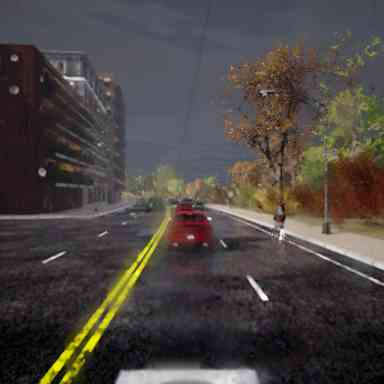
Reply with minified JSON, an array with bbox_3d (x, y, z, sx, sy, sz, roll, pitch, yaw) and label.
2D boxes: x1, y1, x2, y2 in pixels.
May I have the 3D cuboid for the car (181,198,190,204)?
[{"bbox_3d":[-1.624,2.232,81.716,1.837,1.490,4.892,0,0,-7],"label":"car"}]

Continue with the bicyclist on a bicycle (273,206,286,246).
[{"bbox_3d":[3.949,1.512,15.183,0.659,1.776,1.843,0,0,-1],"label":"bicyclist on a bicycle"}]

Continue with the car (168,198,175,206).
[{"bbox_3d":[-3.689,2.179,70.890,2.033,1.411,5.357,0,0,-6],"label":"car"}]

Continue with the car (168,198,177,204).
[{"bbox_3d":[-4.864,2.205,81.456,1.994,1.385,4.181,0,0,-7],"label":"car"}]

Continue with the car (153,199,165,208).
[{"bbox_3d":[-6.100,2.058,61.619,2.128,1.511,4.902,0,0,-4],"label":"car"}]

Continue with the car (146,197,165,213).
[{"bbox_3d":[-4.782,1.631,43.863,2.150,2.045,5.566,0,-1,-3],"label":"car"}]

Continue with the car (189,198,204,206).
[{"bbox_3d":[0.939,2.010,57.106,2.128,1.511,4.902,0,-1,-5],"label":"car"}]

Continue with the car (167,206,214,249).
[{"bbox_3d":[-0.098,1.622,15.288,1.882,1.535,5.008,0,-1,-1],"label":"car"}]

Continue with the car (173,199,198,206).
[{"bbox_3d":[-0.781,1.794,33.933,1.882,1.535,5.008,0,-1,-3],"label":"car"}]
